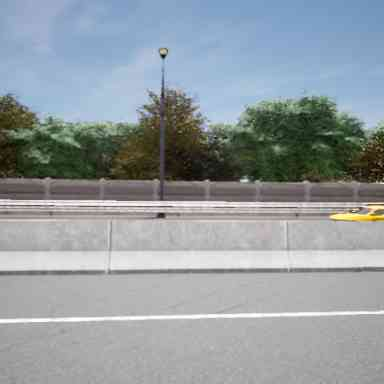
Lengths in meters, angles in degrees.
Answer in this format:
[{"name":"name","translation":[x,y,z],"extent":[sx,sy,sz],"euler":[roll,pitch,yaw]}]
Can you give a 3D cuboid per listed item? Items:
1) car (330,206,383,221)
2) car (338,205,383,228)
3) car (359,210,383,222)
[{"name":"car","translation":[10.552,1.555,19.269],"extent":[5.008,1.535,1.882],"euler":[0,0,-5]},{"name":"car","translation":[12.643,1.647,22.950],"extent":[4.181,1.385,1.994],"euler":[0,0,-5]},{"name":"car","translation":[10.843,1.690,15.785],"extent":[4.718,1.301,1.895],"euler":[0,0,-5]}]
